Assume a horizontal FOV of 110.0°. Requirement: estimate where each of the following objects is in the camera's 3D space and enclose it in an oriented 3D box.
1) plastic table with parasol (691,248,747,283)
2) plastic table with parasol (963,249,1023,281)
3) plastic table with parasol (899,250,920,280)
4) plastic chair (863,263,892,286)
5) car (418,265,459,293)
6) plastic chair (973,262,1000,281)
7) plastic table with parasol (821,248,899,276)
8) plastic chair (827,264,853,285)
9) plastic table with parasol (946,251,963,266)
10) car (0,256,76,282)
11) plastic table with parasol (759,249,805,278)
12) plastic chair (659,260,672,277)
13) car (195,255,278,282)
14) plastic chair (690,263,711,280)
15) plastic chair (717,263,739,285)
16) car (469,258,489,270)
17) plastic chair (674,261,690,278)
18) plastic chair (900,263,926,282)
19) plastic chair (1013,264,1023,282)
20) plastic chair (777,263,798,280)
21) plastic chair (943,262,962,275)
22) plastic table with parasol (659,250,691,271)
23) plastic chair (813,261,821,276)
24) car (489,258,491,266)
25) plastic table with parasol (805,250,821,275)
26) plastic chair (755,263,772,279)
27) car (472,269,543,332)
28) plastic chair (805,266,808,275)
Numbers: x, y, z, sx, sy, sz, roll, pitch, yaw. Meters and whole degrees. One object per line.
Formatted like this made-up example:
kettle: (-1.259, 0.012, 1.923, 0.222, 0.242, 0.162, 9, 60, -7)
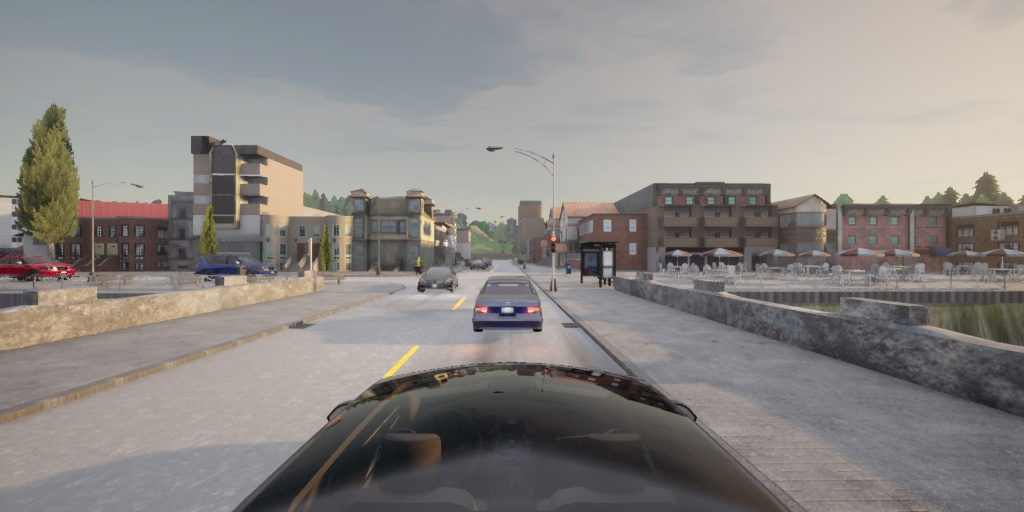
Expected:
plastic table with parasol: (14.772, 0.675, 25.528, 2.482, 2.480, 2.482, 0, 0, -1)
plastic table with parasol: (37.367, 0.675, 27.325, 2.482, 2.480, 2.482, 0, 0, -1)
plastic table with parasol: (30.073, 0.675, 28.183, 2.482, 2.480, 2.482, 0, 0, -1)
plastic chair: (23.343, 1.279, 22.899, 0.750, 1.272, 0.730, 0, 0, -1)
car: (-4.156, 1.276, 21.006, 1.812, 1.442, 4.674, 1, 0, -3)
plastic chair: (36.238, 1.279, 27.395, 0.730, 1.272, 0.750, 0, 0, -1)
plastic table with parasol: (23.422, 0.675, 24.251, 2.482, 2.480, 2.482, 0, 0, -1)
plastic chair: (22.222, 1.279, 24.282, 0.730, 1.272, 0.750, 0, 0, -1)
plastic table with parasol: (46.137, 0.675, 36.530, 2.482, 2.480, 2.482, 0, 0, -1)
car: (-38.075, 0.974, 28.211, 5.566, 2.045, 2.150, 0, 0, -1)
plastic table with parasol: (22.427, 0.675, 30.436, 2.482, 2.480, 2.482, 0, 0, -1)
plastic chair: (14.180, 1.279, 33.460, 0.730, 1.272, 0.750, 0, 0, -1)
car: (-21.792, 0.973, 28.447, 5.566, 2.045, 2.150, 0, 0, -1)
plastic chair: (13.500, 1.279, 25.649, 0.730, 1.272, 0.750, 0, 0, -1)
plastic chair: (14.621, 1.279, 24.266, 0.750, 1.272, 0.730, 0, 0, -1)
car: (-4.912, 1.276, 52.433, 1.812, 1.442, 4.674, 0, 0, 1)
plastic chair: (15.301, 1.279, 32.077, 0.750, 1.272, 0.730, 0, 0, -1)
plastic chair: (30.082, 1.279, 26.903, 0.750, 1.272, 0.730, 0, 0, -1)
plastic chair: (37.397, 1.279, 26.015, 0.750, 1.272, 0.730, 0, 0, -1)
plastic chair: (22.348, 1.279, 29.085, 0.750, 1.272, 0.730, 0, 0, -1)
plastic chair: (44.935, 1.279, 36.632, 0.730, 1.272, 0.750, 0, 0, -1)
plastic table with parasol: (15.402, 0.675, 33.359, 2.482, 2.480, 2.482, 0, 0, -1)
plastic chair: (29.375, 1.279, 33.893, 0.750, 1.272, 0.730, 0, 0, -1)
car: (-5.033, 1.228, 61.671, 1.882, 1.535, 5.008, 0, 0, -1)
plastic table with parasol: (29.684, 0.675, 35.268, 2.482, 2.480, 2.482, 0, 0, -1)
plastic chair: (21.227, 1.279, 30.468, 0.730, 1.272, 0.750, 0, 0, -1)
car: (-0.113, 1.297, 10.810, 2.033, 1.411, 5.357, 0, 0, 0)
plastic chair: (28.254, 1.279, 35.276, 0.730, 1.272, 0.750, 0, 0, -1)
